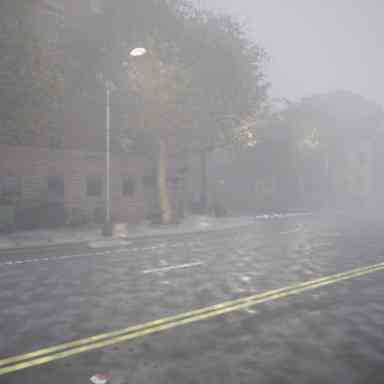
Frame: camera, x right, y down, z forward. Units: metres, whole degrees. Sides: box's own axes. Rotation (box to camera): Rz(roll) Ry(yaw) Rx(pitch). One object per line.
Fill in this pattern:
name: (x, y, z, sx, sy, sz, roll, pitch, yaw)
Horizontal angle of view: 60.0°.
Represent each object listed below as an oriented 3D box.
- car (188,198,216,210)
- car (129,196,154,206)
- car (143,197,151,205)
car: (1.443, 1.482, 40.889, 1.882, 1.535, 5.008, 0, 0, -35)
car: (-8.464, 1.498, 54.942, 2.128, 1.511, 4.902, 0, 0, -35)
car: (-6.477, 1.485, 45.965, 2.231, 1.521, 4.892, 0, 0, -35)
